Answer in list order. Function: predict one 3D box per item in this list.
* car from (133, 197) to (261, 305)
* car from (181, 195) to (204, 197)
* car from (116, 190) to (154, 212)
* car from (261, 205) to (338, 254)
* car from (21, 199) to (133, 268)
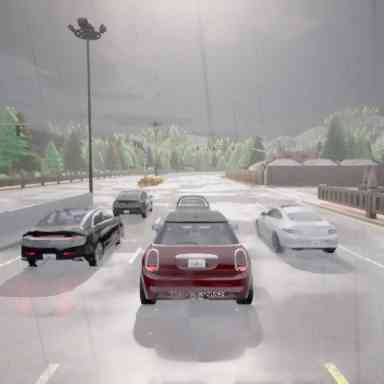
[{"bbox_3d":[0.076,1.192,7.950,2.097,1.767,4.553,0,2,0],"label":"car"},{"bbox_3d":[0.034,0.860,17.332,2.033,1.411,5.357,0,4,0],"label":"car"},{"bbox_3d":[-3.481,0.630,20.018,1.837,1.490,4.892,0,4,0],"label":"car"},{"bbox_3d":[3.555,1.190,11.879,1.812,1.442,4.674,0,3,0],"label":"car"},{"bbox_3d":[-3.434,1.230,10.403,2.128,1.511,4.902,0,3,0],"label":"car"}]
